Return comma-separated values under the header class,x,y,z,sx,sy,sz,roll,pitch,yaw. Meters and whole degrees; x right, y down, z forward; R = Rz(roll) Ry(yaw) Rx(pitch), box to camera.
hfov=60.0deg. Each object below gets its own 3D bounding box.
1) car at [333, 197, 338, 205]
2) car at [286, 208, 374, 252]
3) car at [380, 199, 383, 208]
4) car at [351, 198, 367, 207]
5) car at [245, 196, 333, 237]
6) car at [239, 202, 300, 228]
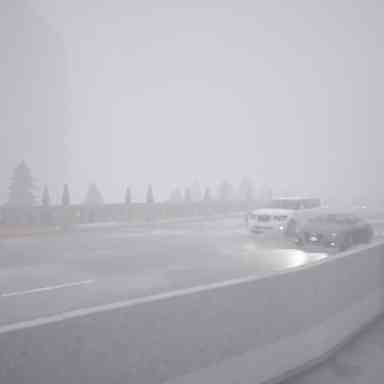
class,x,y,z,sx,sy,sz,roll,pitch,yaw
car,25.383,1.576,60.946,1.882,1.535,5.008,0,0,14
car,6.039,1.588,14.029,4.181,1.385,1.994,0,0,-44
car,28.840,1.576,48.728,1.812,1.442,4.674,0,0,21
car,26.879,1.635,53.697,1.994,1.385,4.181,0,0,19
car,5.369,1.260,18.224,2.150,2.045,5.566,0,0,44
car,5.586,1.545,23.611,2.128,1.511,4.902,0,0,41
